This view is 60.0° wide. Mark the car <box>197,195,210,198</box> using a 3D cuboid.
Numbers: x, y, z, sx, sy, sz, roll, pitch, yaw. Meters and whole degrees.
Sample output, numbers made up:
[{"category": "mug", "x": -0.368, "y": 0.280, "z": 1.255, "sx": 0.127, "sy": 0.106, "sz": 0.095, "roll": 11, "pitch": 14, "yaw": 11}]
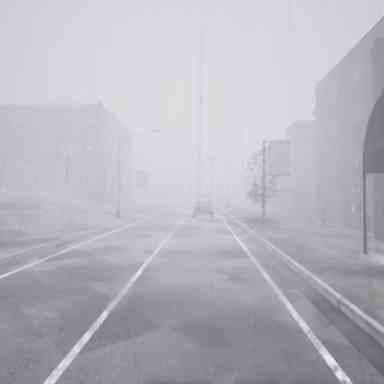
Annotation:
[{"category": "car", "x": 2.099, "y": 1.508, "z": 61.509, "sx": 2.150, "sy": 2.045, "sz": 5.566, "roll": 0, "pitch": -1, "yaw": 2}]

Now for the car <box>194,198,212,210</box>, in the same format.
[{"category": "car", "x": 1.005, "y": 1.485, "z": 30.237, "sx": 2.033, "sy": 1.411, "sz": 5.357, "roll": 0, "pitch": -1, "yaw": 2}]
